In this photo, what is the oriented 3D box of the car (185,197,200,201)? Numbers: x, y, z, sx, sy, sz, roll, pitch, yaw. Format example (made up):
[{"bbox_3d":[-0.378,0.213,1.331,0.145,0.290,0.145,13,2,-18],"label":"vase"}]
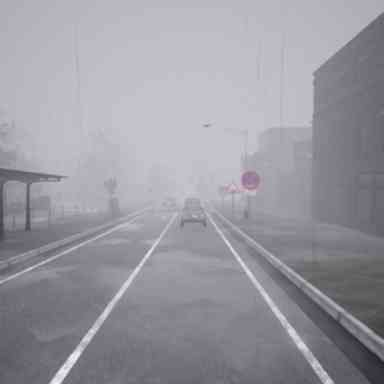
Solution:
[{"bbox_3d":[0.106,1.388,41.454,1.994,1.385,4.181,0,-5,0],"label":"car"}]

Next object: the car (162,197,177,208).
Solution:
[{"bbox_3d":[-3.245,1.429,48.236,2.128,1.511,4.902,0,0,0],"label":"car"}]

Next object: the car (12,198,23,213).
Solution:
[{"bbox_3d":[-22.145,1.749,37.148,4.792,1.488,2.163,0,0,0],"label":"car"}]

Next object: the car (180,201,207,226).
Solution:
[{"bbox_3d":[0.100,1.643,24.523,2.033,1.411,5.357,0,0,0],"label":"car"}]

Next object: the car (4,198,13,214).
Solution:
[{"bbox_3d":[-21.926,1.698,34.371,5.366,1.575,1.946,0,0,0],"label":"car"}]

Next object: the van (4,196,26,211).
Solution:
[{"bbox_3d":[-22.002,1.513,39.923,4.442,1.987,1.878,0,0,0],"label":"van"}]
